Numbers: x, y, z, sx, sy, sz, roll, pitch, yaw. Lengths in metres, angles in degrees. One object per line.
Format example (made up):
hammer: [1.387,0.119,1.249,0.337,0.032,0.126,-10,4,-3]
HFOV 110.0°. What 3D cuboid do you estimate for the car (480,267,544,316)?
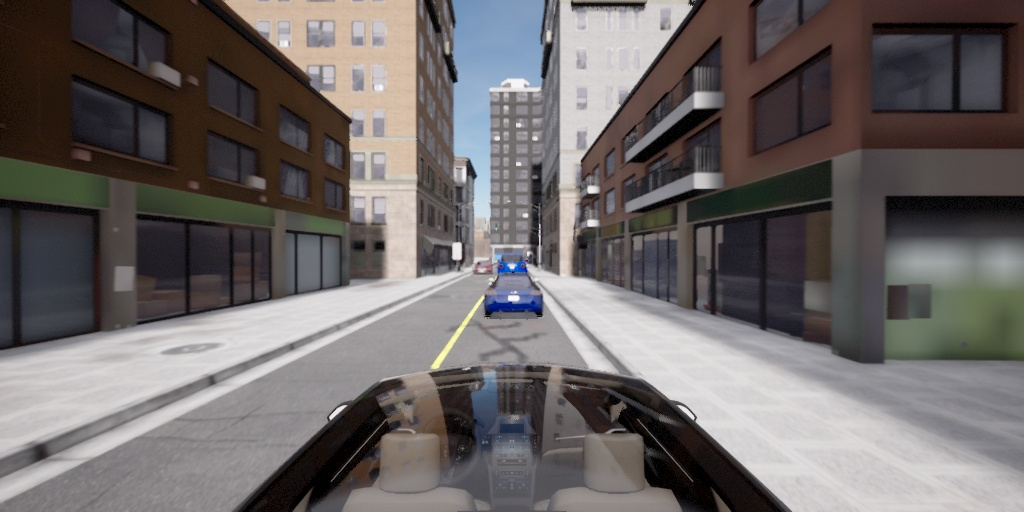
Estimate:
car: [0.067,1.266,13.028,1.994,1.385,4.181,0,0,0]

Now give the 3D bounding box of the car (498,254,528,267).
car: [0.060,0.869,27.540,2.150,2.045,5.566,0,0,1]

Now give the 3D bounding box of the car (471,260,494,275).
car: [-2.826,1.140,36.129,1.812,1.442,4.674,0,0,0]
